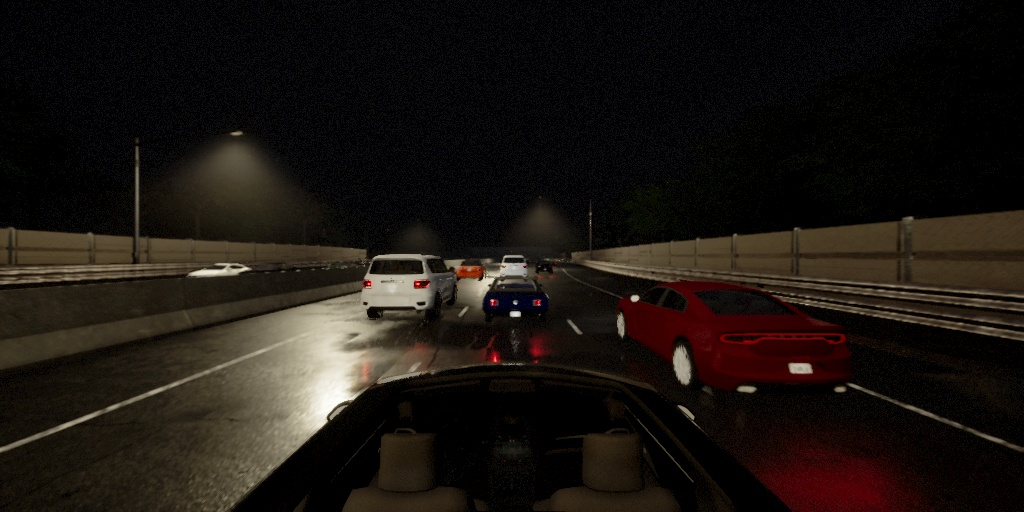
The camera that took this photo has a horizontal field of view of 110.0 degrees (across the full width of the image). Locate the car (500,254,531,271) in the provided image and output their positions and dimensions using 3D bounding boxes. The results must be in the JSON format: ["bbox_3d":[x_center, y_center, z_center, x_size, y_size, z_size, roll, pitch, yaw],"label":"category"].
[{"bbox_3d":[0.169,0.972,29.702,2.150,2.045,5.566,0,0,0],"label":"car"}]

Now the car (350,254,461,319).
[{"bbox_3d":[-3.392,0.971,12.843,2.150,2.045,5.566,0,0,0],"label":"car"}]

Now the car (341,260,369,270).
[{"bbox_3d":[-23.594,1.304,54.159,2.033,1.411,5.357,0,0,-2],"label":"car"}]

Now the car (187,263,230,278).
[{"bbox_3d":[-21.044,1.273,26.168,1.812,1.442,4.674,0,0,0],"label":"car"}]

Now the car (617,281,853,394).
[{"bbox_3d":[3.498,1.209,6.816,1.882,1.535,5.008,0,0,0],"label":"car"}]

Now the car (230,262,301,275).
[{"bbox_3d":[-17.545,1.225,26.223,1.882,1.535,5.008,0,0,0],"label":"car"}]

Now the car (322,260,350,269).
[{"bbox_3d":[-14.026,1.100,29.784,2.097,1.767,4.553,0,0,0],"label":"car"}]

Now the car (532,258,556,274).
[{"bbox_3d":[3.642,1.259,41.538,1.812,1.442,4.674,0,0,0],"label":"car"}]

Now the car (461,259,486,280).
[{"bbox_3d":[-3.328,1.102,30.188,2.097,1.767,4.553,0,0,0],"label":"car"}]

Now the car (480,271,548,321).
[{"bbox_3d":[0.108,1.350,12.348,1.895,1.301,4.718,0,0,0],"label":"car"}]
